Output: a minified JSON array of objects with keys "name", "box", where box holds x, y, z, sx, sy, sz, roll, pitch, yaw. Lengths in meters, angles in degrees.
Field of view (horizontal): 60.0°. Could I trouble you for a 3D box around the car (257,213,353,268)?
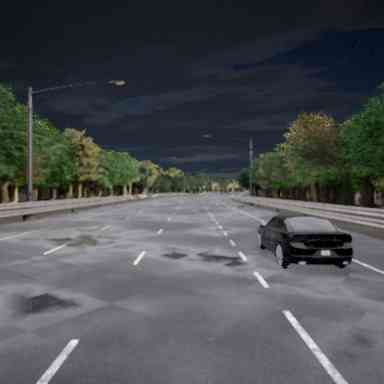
[{"name":"car","box":[3.509,1.443,11.211,1.882,1.535,5.008,0,0,0]}]
